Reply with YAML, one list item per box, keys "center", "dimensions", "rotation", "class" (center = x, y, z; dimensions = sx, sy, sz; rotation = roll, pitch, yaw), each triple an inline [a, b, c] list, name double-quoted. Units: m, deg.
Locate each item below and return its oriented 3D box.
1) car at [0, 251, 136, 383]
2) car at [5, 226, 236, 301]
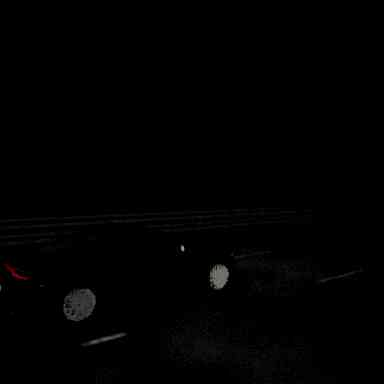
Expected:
- center: [-2.992, 1.480, 1.612]
  dimensions: [5.008, 1.535, 1.882]
  rotation: [0, 0, -35]
  class: "car"
- center: [-1.253, 1.473, 7.154]
  dimensions: [5.008, 1.535, 1.882]
  rotation: [0, 0, -36]
  class: "car"
